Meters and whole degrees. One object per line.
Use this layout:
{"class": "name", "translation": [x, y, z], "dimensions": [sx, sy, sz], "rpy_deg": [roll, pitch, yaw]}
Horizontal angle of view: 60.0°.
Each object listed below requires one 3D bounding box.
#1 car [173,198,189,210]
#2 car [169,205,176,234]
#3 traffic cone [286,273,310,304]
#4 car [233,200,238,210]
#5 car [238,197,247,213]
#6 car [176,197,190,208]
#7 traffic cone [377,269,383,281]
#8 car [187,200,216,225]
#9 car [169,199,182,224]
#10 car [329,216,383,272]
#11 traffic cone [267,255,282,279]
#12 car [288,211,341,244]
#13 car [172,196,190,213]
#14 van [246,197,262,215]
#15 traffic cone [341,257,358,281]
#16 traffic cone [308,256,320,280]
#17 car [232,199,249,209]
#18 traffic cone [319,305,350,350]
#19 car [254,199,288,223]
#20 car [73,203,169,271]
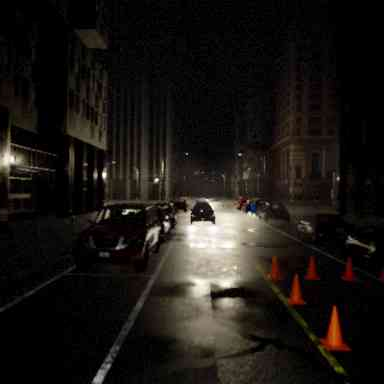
{"class": "car", "translation": [-1.423, 1.614, 44.532], "dimensions": [1.752, 1.417, 4.829], "rpy_deg": [1, 0, 1]}
{"class": "car", "translation": [-2.072, 1.574, 16.698], "dimensions": [1.947, 1.339, 4.313], "rpy_deg": [1, 0, 1]}
{"class": "traffic cone", "translation": [2.187, 2.007, 6.991], "dimensions": [0.340, 0.580, 0.340], "rpy_deg": [1, 0, 1]}
{"class": "car", "translation": [7.105, 1.538, 44.505], "dimensions": [2.192, 1.841, 5.009], "rpy_deg": [1, 0, 1]}
{"class": "car", "translation": [6.973, 1.646, 38.904], "dimensions": [1.967, 1.590, 4.097], "rpy_deg": [1, 0, 1]}
{"class": "car", "translation": [-1.288, 1.545, 50.303], "dimensions": [1.967, 1.590, 4.097], "rpy_deg": [1, 0, 1]}
{"class": "traffic cone", "translation": [5.233, 2.060, 8.921], "dimensions": [0.340, 0.580, 0.340], "rpy_deg": [1, 0, 1]}
{"class": "car", "translation": [0.796, 1.600, 24.892], "dimensions": [1.812, 1.442, 4.674], "rpy_deg": [1, 0, 1]}
{"class": "car", "translation": [-1.940, 1.465, 22.299], "dimensions": [1.967, 1.590, 4.097], "rpy_deg": [1, 0, 1]}
{"class": "car", "translation": [6.320, 1.708, 10.903], "dimensions": [1.802, 1.307, 4.206], "rpy_deg": [1, 0, 1]}
{"class": "traffic cone", "translation": [2.234, 2.013, 8.991], "dimensions": [0.340, 0.580, 0.340], "rpy_deg": [1, 0, 1]}
{"class": "car", "translation": [6.450, 1.708, 16.503], "dimensions": [1.947, 1.339, 4.313], "rpy_deg": [1, 0, 1]}
{"class": "car", "translation": [-1.547, 1.388, 39.102], "dimensions": [2.192, 1.841, 5.009], "rpy_deg": [1, 0, 1]}
{"class": "van", "translation": [6.844, 1.531, 33.304], "dimensions": [1.690, 1.788, 3.998], "rpy_deg": [1, 0, 1]}
{"class": "traffic cone", "translation": [4.233, 2.044, 8.944], "dimensions": [0.340, 0.580, 0.340], "rpy_deg": [1, 0, 1]}
{"class": "traffic cone", "translation": [3.233, 2.028, 8.968], "dimensions": [0.340, 0.580, 0.340], "rpy_deg": [1, 0, 1]}
{"class": "car", "translation": [7.233, 1.790, 50.104], "dimensions": [2.008, 1.369, 4.403], "rpy_deg": [1, 0, 1]}
{"class": "traffic cone", "translation": [2.141, 2.002, 4.992], "dimensions": [0.340, 0.580, 0.340], "rpy_deg": [1, 0, 1]}
{"class": "car", "translation": [6.713, 1.614, 27.703], "dimensions": [1.967, 1.590, 4.097], "rpy_deg": [1, 0, 1]}
{"class": "car", "translation": [-2.199, 1.308, 11.099], "dimensions": [2.192, 1.841, 5.009], "rpy_deg": [1, 0, 1]}
